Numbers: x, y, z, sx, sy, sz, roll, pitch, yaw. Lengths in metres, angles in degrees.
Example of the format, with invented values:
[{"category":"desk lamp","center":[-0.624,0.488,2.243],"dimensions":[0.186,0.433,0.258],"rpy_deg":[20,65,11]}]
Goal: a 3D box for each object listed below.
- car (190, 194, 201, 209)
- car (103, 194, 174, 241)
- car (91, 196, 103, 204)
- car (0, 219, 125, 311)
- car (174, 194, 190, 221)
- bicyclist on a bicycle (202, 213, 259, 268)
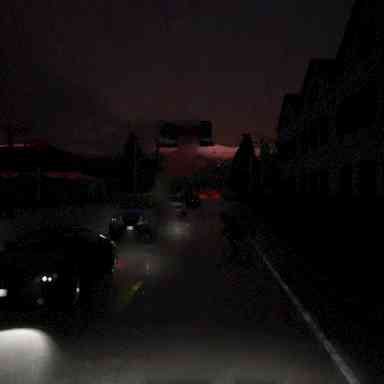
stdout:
[{"category":"car","center":[-1.409,1.325,46.611],"dimensions":[5.566,2.045,2.150],"rpy_deg":[-1,-1,36]},{"category":"car","center":[-2.494,1.216,17.179],"dimensions":[2.150,2.045,5.566],"rpy_deg":[0,0,4]},{"category":"car","center":[-17.640,1.652,65.746],"dimensions":[4.611,1.667,2.242],"rpy_deg":[0,0,4]},{"category":"car","center":[-3.173,1.561,7.735],"dimensions":[1.994,1.385,4.181],"rpy_deg":[0,0,4]},{"category":"car","center":[-1.671,1.214,27.870],"dimensions":[2.150,2.045,5.566],"rpy_deg":[0,0,4]},{"category":"bicyclist on a bicycle","center":[1.112,1.438,9.744],"dimensions":[1.656,1.620,0.582],"rpy_deg":[-1,0,4]}]
